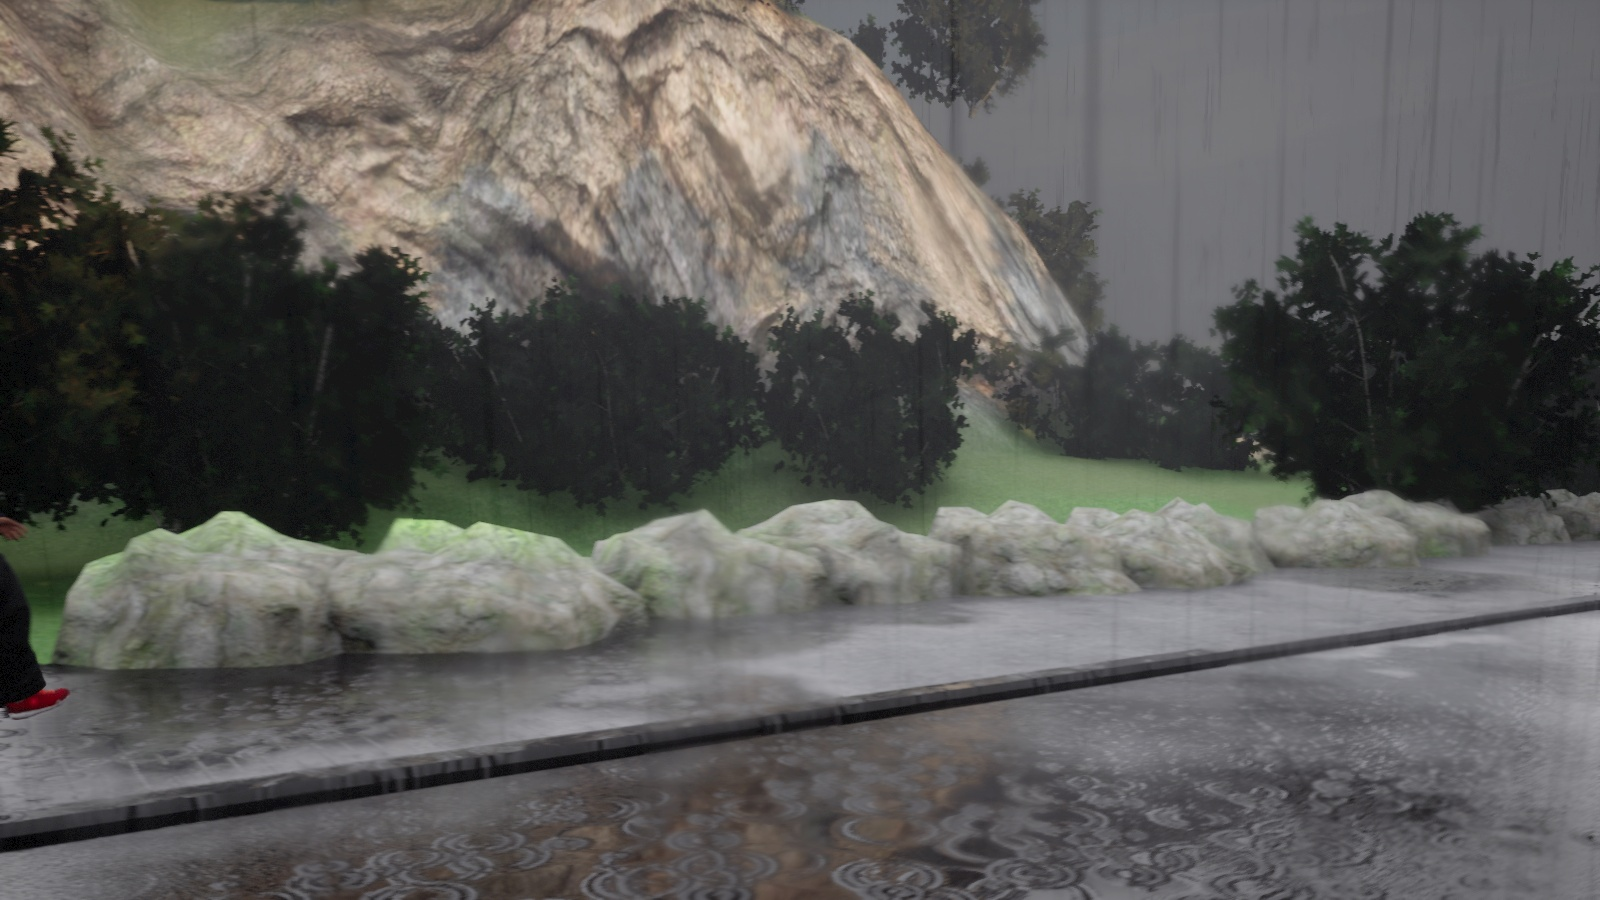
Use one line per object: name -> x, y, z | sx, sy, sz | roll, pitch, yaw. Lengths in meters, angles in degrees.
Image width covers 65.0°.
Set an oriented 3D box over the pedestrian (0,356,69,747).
pedestrian -> -4.100, 0.478, 6.034 | 0.899, 1.844, 0.634 | 0, 0, -42
